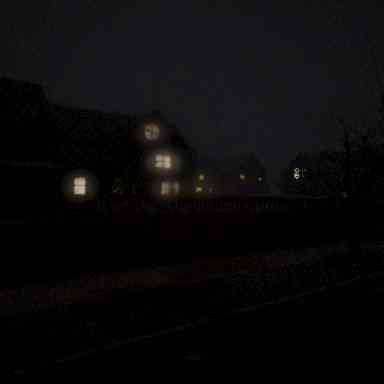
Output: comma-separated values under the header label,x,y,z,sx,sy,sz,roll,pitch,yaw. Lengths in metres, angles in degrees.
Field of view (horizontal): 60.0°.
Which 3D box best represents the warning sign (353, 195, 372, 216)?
label,x,y,z,sx,sy,sz,roll,pitch,yaw
warning sign,15.283,1.166,29.856,1.300,1.860,1.060,0,0,-35
